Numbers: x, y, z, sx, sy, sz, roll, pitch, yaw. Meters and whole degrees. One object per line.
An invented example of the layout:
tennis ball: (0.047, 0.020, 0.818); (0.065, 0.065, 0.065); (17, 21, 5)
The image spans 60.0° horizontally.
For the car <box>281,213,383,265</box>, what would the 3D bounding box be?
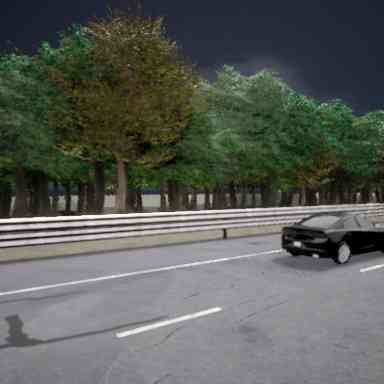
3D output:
car: (5.304, 1.474, 11.811); (5.008, 1.535, 1.882); (0, 0, -35)
